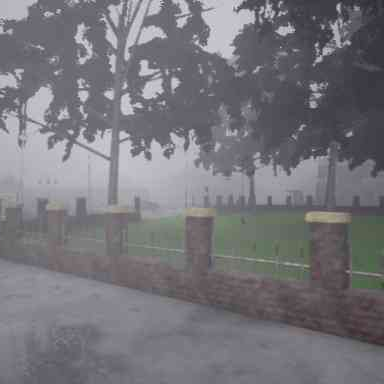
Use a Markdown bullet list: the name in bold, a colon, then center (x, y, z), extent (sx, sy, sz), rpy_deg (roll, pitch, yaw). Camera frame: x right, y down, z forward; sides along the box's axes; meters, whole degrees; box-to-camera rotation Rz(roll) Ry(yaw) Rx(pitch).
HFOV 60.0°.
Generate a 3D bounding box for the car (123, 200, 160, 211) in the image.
- **car**: center (-6.238, 1.689, 40.407), extent (2.033, 1.411, 5.357), rpy_deg (0, 0, 36)
